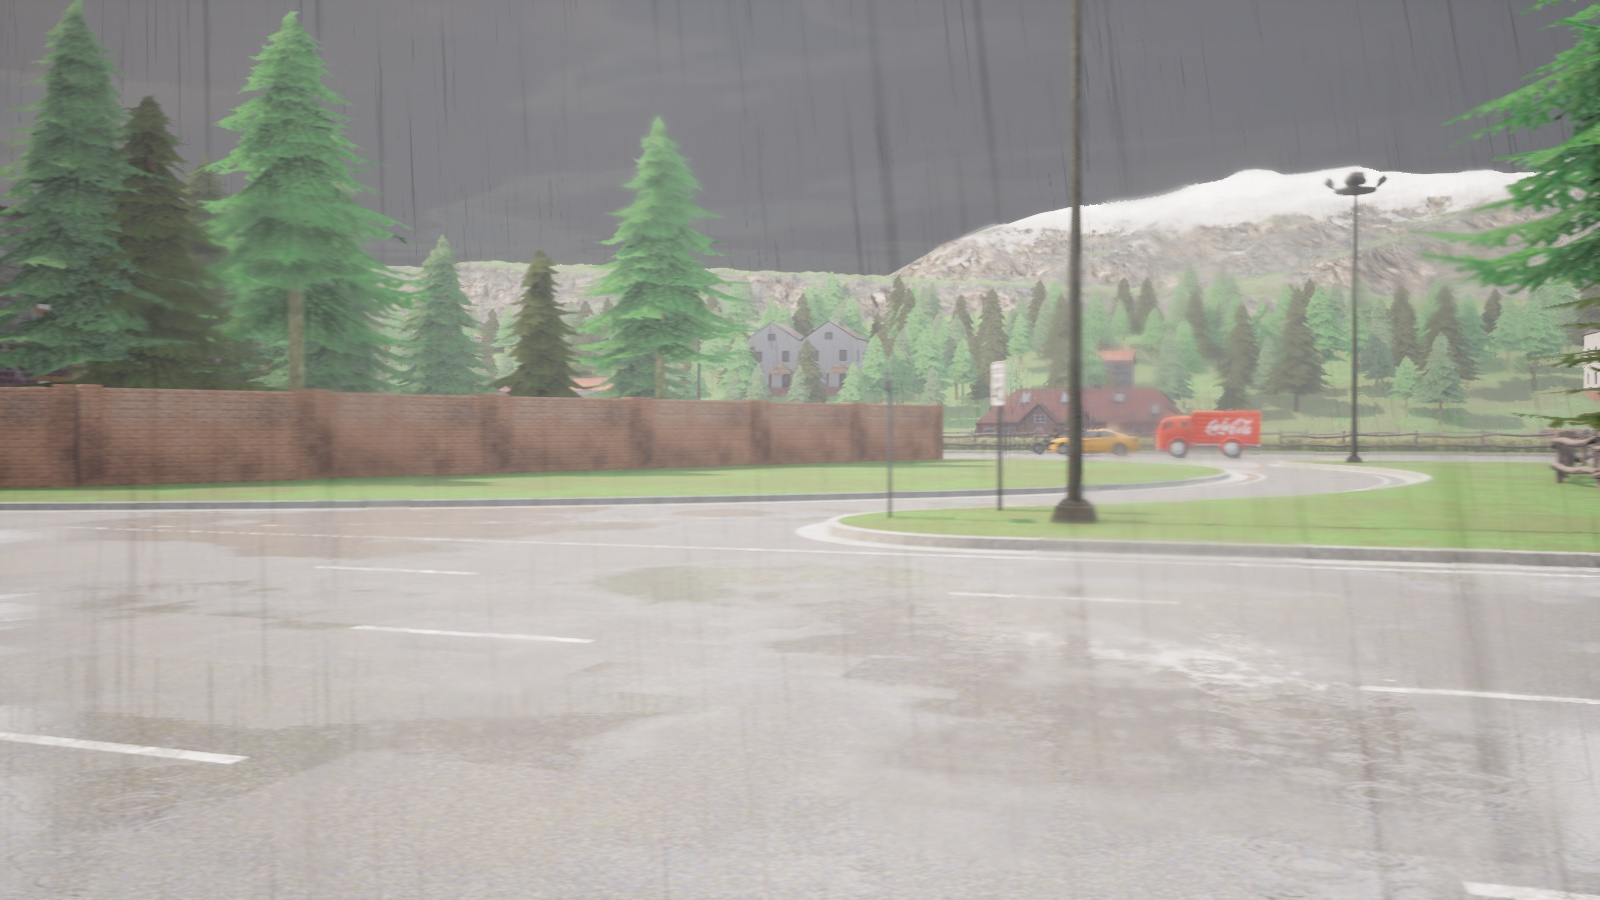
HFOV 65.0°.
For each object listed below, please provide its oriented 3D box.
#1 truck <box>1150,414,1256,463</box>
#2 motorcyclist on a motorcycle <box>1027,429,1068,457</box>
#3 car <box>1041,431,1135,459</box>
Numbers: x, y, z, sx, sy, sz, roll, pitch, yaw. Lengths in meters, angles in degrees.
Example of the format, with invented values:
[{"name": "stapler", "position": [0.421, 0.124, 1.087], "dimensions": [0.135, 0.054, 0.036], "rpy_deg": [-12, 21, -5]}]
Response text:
[{"name": "truck", "position": [21.118, -0.640, 65.853], "dimensions": [5.204, 2.467, 2.627], "rpy_deg": [1, 1, 19]}, {"name": "motorcyclist on a motorcycle", "position": [14.845, -0.409, 75.380], "dimensions": [2.350, 1.649, 0.766], "rpy_deg": [1, 1, 19]}, {"name": "car", "position": [16.325, -0.300, 71.183], "dimensions": [5.008, 1.535, 1.882], "rpy_deg": [1, 1, 19]}]
